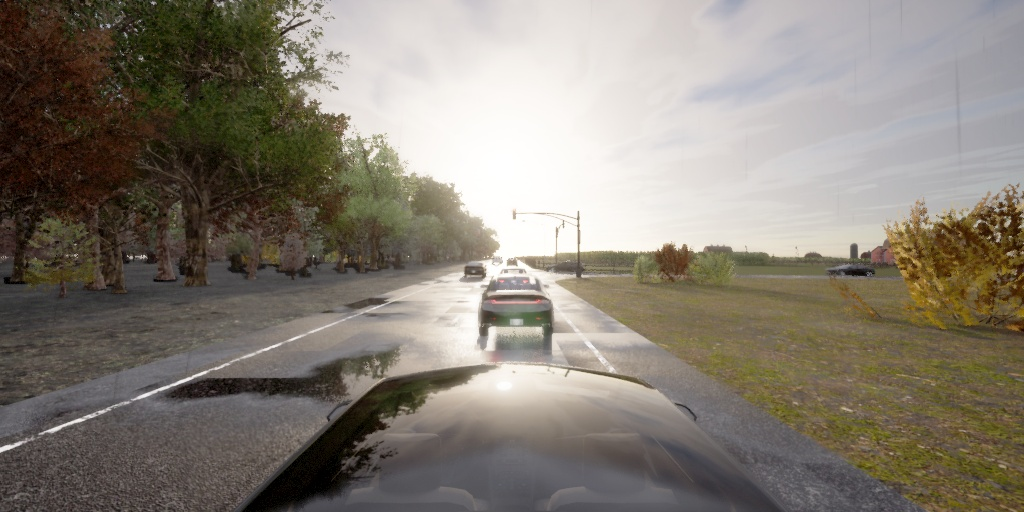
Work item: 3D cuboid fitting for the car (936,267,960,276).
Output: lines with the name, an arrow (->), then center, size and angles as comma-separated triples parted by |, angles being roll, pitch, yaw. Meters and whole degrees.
car -> 48.857, 1.882, 39.292 | 4.718, 1.301, 1.895 | 1, -1, 1

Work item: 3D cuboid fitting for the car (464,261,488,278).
car -> -3.443, 1.234, 34.638 | 1.882, 1.535, 5.008 | 0, 0, 0

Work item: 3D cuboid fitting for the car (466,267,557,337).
car -> 0.090, 1.244, 10.319 | 2.128, 1.511, 4.902 | 0, 0, 0

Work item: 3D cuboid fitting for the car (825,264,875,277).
car -> 40.362, 1.726, 42.929 | 5.008, 1.535, 1.882 | 1, -1, 0

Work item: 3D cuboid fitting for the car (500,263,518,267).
car -> 0.076, 1.302, 20.060 | 2.033, 1.411, 5.357 | 0, 0, 0

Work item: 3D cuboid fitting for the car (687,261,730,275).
car -> 23.535, 1.416, 42.996 | 4.553, 1.767, 2.097 | 1, -1, 0

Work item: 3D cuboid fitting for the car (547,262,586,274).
car -> 6.735, 1.417, 44.866 | 4.892, 1.490, 1.837 | 1, 1, 24
